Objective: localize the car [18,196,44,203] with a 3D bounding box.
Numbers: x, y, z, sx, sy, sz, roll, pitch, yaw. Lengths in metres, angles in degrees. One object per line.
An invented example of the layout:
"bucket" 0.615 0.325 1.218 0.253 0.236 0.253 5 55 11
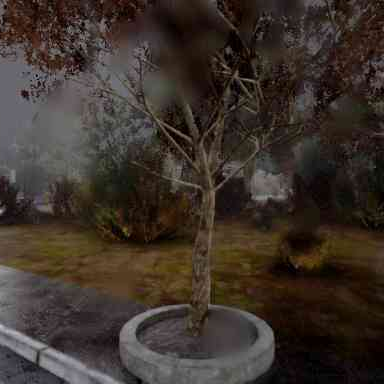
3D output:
"car" -21.842 1.216 45.031 2.033 1.411 5.357 1 0 32
